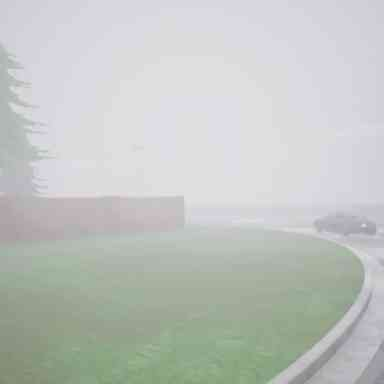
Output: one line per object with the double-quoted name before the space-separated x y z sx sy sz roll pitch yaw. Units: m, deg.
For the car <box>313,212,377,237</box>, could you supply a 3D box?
"car" 9.298 1.903 20.593 1.994 1.385 4.181 -1 -2 -9
